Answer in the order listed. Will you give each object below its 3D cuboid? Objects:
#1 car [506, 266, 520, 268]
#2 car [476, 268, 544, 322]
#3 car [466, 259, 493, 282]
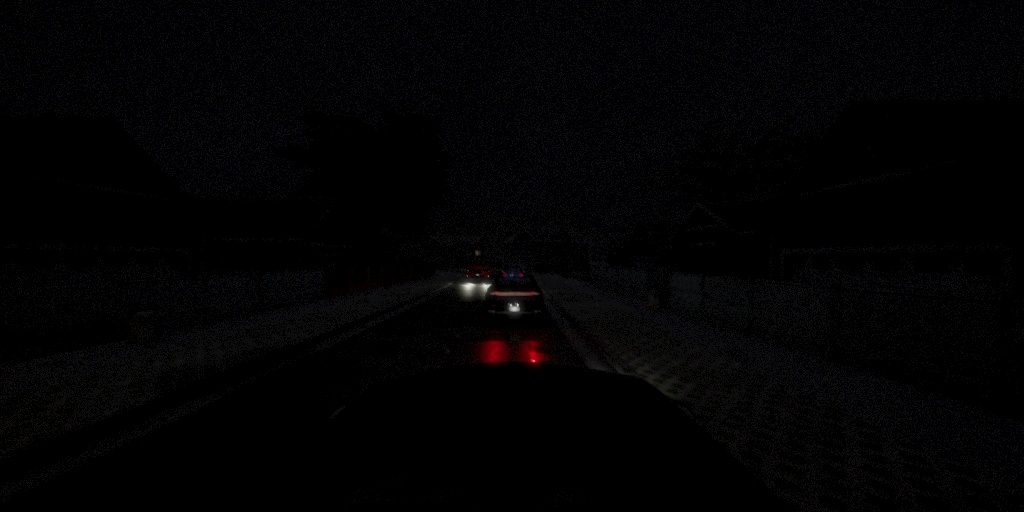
[{"bbox_3d":[0.095,1.569,30.529,2.033,1.411,5.357,0,-1,0],"label":"car"},{"bbox_3d":[0.087,1.348,12.870,2.128,1.511,4.902,0,0,0],"label":"car"},{"bbox_3d":[-2.896,1.264,32.768,2.150,2.045,5.566,0,-1,-1],"label":"car"}]
